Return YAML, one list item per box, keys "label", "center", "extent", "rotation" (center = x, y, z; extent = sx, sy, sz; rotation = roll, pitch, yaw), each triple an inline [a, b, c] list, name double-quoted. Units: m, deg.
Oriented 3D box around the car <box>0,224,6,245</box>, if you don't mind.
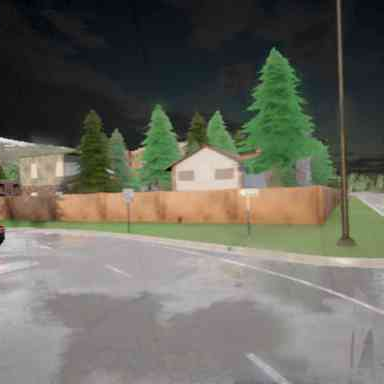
- label: "car"
  center: [-11.228, 1.960, 16.721]
  extent: [4.892, 1.490, 1.837]
  rotation: [-2, -1, 35]
